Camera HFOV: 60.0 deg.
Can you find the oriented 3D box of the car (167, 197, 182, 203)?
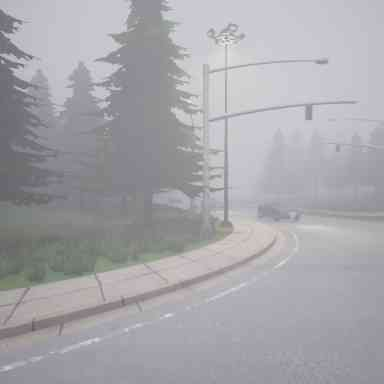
[{"bbox_3d":[-3.213,1.601,61.744,1.895,1.301,4.718,0,0,-17],"label":"car"}]

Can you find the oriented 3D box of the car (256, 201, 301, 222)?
[{"bbox_3d":[6.725,1.492,26.238,2.128,1.511,4.902,0,0,-12],"label":"car"}]

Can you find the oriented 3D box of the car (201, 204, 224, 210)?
[{"bbox_3d":[2.515,1.493,42.239,2.128,1.511,4.902,0,0,-16],"label":"car"}]
